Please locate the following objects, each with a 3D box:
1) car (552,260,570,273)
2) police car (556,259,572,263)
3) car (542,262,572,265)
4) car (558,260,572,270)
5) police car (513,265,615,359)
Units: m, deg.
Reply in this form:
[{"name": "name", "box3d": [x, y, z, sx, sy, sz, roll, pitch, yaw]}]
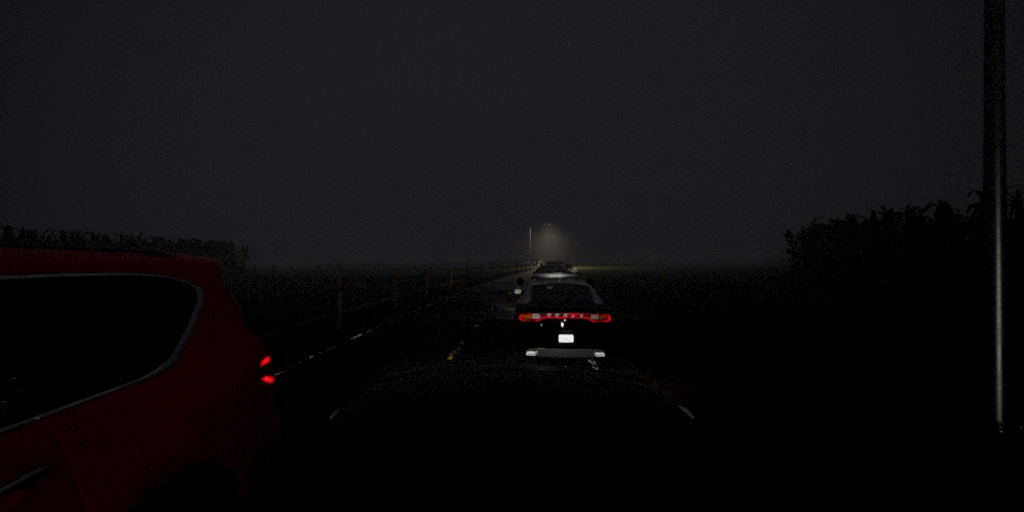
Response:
[{"name": "car", "box3d": [6.270, 1.271, 45.340, 1.882, 1.535, 5.008, 0, 0, 12]}, {"name": "police car", "box3d": [2.874, 1.202, 24.252, 1.930, 1.638, 5.238, 0, 0, 10]}, {"name": "car", "box3d": [1.981, 1.250, 18.299, 1.882, 1.535, 5.008, 0, 0, 7]}, {"name": "car", "box3d": [8.315, 1.363, 55.863, 1.994, 1.385, 4.181, 0, 0, 12]}, {"name": "police car", "box3d": [1.063, 1.187, 8.605, 1.930, 1.638, 5.238, 0, 0, 3]}]
